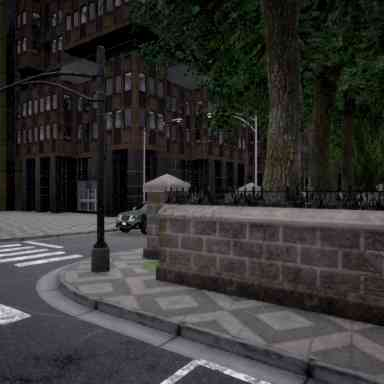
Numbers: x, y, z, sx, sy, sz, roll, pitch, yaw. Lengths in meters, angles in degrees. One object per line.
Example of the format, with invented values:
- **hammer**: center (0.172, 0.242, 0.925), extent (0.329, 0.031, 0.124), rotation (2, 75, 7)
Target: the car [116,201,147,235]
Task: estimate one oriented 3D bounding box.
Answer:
- **car**: center (-2.441, 1.584, 22.039), extent (2.150, 2.045, 5.566), rotation (0, -1, 35)
